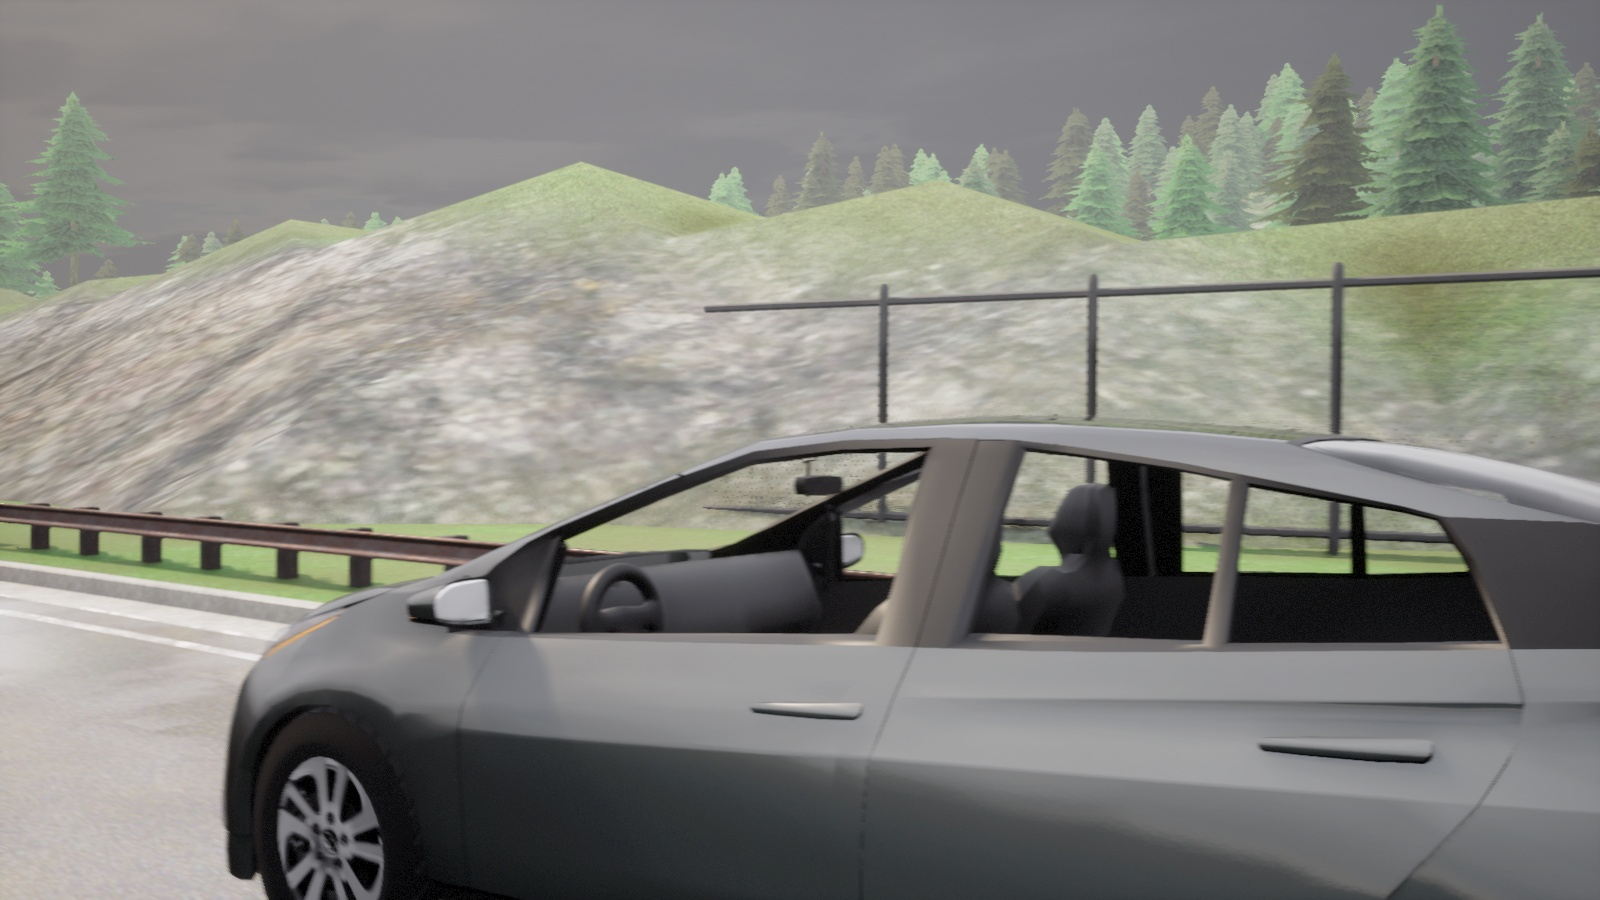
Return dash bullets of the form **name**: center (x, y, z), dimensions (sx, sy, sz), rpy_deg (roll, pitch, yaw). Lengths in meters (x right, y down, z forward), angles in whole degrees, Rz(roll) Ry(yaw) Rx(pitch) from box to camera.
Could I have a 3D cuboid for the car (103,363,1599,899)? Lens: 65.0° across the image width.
- **car**: center (0.321, 0.629, 3.411), dimensions (4.514, 1.525, 2.007), rpy_deg (0, 1, 34)
